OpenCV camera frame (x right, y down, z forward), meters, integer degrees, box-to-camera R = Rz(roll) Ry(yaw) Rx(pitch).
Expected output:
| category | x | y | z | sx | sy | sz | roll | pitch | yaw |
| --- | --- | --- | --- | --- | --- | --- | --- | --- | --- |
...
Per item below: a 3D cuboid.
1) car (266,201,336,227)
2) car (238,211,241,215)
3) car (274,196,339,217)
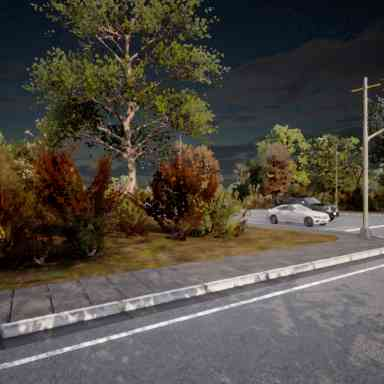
| category | x | y | z | sx | sy | sz | roll | pitch | yaw |
| --- | --- | --- | --- | --- | --- | --- | --- | --- | --- |
| car | 7.401 | 1.600 | 23.669 | 1.812 | 1.442 | 4.674 | 0 | -1 | -38 |
| car | 2.854 | 1.589 | 34.535 | 2.097 | 1.767 | 4.553 | 0 | -1 | -42 |
| car | 9.084 | 1.316 | 27.263 | 2.150 | 2.045 | 5.566 | 0 | -1 | -37 |
